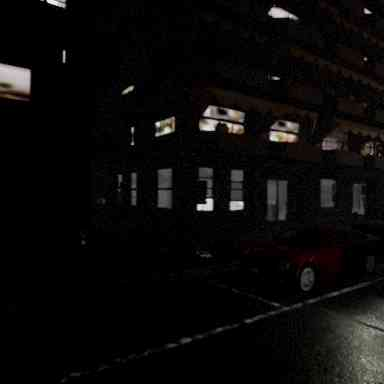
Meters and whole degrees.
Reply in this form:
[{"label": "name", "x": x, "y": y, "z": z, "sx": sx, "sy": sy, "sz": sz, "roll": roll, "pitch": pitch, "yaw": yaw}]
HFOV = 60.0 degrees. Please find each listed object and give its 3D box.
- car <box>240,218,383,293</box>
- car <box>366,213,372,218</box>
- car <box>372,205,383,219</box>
[{"label": "car", "x": 3.269, "y": 1.550, "z": 8.883, "sx": 4.507, "sy": 1.381, "sz": 1.887, "roll": 0, "pitch": 1, "yaw": -36}, {"label": "car", "x": 7.802, "y": 1.324, "z": 12.117, "sx": 5.009, "sy": 1.841, "sz": 2.192, "roll": 0, "pitch": 1, "yaw": -36}, {"label": "car", "x": 7.079, "y": 1.227, "z": 8.442, "sx": 5.566, "sy": 2.045, "sz": 2.150, "roll": 0, "pitch": 0, "yaw": -36}]
